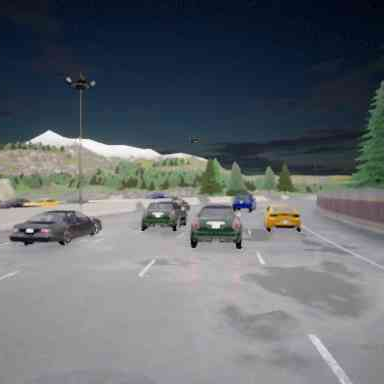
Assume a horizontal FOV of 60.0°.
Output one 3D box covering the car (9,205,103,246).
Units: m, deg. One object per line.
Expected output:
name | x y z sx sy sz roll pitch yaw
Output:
car | -5.907 1.526 15.212 2.033 1.411 5.357 0 0 7

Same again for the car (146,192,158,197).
car | -8.374 1.132 76.367 2.150 2.045 5.566 0 0 28

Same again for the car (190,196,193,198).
car | -1.545 1.509 37.142 1.812 1.442 4.674 0 0 16

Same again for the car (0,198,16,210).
car | -19.808 1.440 37.163 1.837 1.490 4.892 0 -1 14

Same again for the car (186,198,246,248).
car | 1.171 1.350 15.100 2.097 1.767 4.553 0 0 6

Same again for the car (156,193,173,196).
car | -5.116 1.435 75.027 2.033 1.411 5.357 0 0 28

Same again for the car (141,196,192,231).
car | -1.573 1.341 20.648 2.097 1.767 4.553 0 0 9

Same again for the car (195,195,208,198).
car | 2.141 1.389 73.668 1.837 1.490 4.892 0 0 28

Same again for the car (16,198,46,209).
car | -16.366 1.421 36.564 1.882 1.535 5.008 0 0 14

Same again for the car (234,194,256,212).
car | 6.107 1.226 38.459 2.150 2.045 5.566 0 0 17

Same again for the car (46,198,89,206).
car | -12.934 1.445 35.838 2.128 1.511 4.902 0 0 14

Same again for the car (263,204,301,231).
car | 5.482 1.486 20.587 1.882 1.535 5.008 0 0 9

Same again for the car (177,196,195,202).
car | -1.255 1.512 74.761 1.895 1.301 4.718 0 0 28
